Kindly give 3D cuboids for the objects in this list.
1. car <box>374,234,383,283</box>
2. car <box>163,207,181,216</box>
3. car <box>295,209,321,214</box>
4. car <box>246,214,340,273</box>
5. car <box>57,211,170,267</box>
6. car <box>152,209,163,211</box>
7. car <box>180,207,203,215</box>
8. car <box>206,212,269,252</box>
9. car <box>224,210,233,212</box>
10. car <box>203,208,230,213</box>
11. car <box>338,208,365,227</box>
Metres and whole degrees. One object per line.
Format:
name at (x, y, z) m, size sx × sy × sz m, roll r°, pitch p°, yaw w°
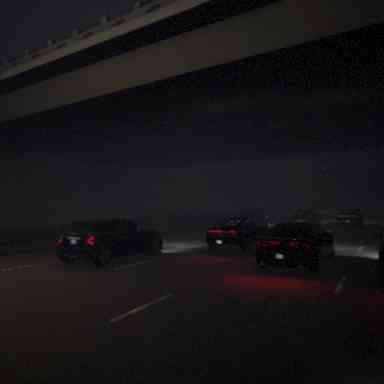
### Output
car at (6.595, 1.701, 9.778) m, size 1.837 × 1.490 × 4.892 m, roll -2°, pitch -2°, yaw 31°
car at (-1.818, 3.108, 50.838) m, size 1.882 × 1.535 × 5.008 m, roll -2°, pitch -2°, yaw 31°
car at (10.416, 2.247, 29.963) m, size 2.128 × 1.511 × 4.902 m, roll -2°, pitch -2°, yaw 31°
car at (3.880, 1.795, 12.059) m, size 1.882 × 1.535 × 5.008 m, roll -2°, pitch -2°, yaw 31°
car at (-3.192, 1.854, 13.872) m, size 2.097 × 1.767 × 4.553 m, roll -2°, pitch -2°, yaw 31°
car at (-5.251, 3.290, 51.900) m, size 1.994 × 1.385 × 4.181 m, roll -2°, pitch -2°, yaw 31°
car at (0.741, 3.105, 48.300) m, size 1.895 × 1.301 × 4.718 m, roll -2°, pitch -2°, yaw 31°
car at (2.415, 1.972, 16.428) m, size 2.128 × 1.511 × 4.902 m, roll -2°, pitch -2°, yaw 31°
car at (4.901, 2.329, 27.549) m, size 2.033 × 1.411 × 5.357 m, roll -2°, pitch -2°, yaw 31°
car at (4.149, 2.955, 47.191) m, size 2.033 × 1.411 × 5.357 m, roll -2°, pitch -2°, yaw 31°
car at (13.428, 2.136, 28.184) m, size 2.128 × 1.511 × 4.902 m, roll -2°, pitch -2°, yaw 31°
